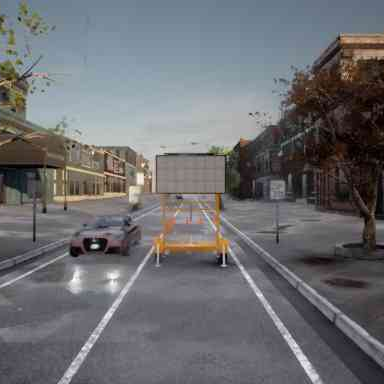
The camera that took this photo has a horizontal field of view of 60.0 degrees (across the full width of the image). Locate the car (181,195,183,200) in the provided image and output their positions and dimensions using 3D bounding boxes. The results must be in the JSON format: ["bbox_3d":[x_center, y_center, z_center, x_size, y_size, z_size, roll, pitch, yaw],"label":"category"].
[{"bbox_3d":[-3.282,1.280,83.218,1.895,1.301,4.718,0,1,0],"label":"car"}]

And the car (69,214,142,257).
[{"bbox_3d":[-3.141,1.566,12.754,1.994,1.385,4.181,0,0,0],"label":"car"}]

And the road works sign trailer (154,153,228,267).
[{"bbox_3d":[-0.037,0.466,11.431,2.380,3.560,2.880,0,0,0],"label":"road works sign trailer"}]

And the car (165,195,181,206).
[{"bbox_3d":[-3.273,1.450,53.530,2.128,1.511,4.902,0,0,0],"label":"car"}]
